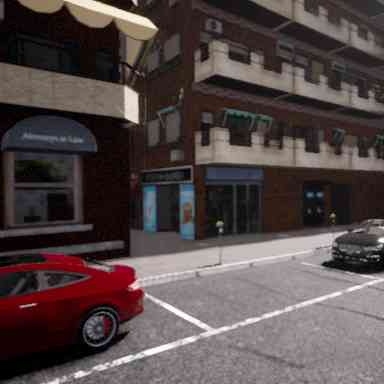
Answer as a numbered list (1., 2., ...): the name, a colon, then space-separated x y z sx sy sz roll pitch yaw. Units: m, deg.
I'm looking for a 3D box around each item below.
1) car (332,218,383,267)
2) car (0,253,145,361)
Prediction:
1. car: 6.441 1.567 11.128 4.403 1.369 2.008 0 -1 -35
2. car: -2.698 1.583 4.646 4.206 1.307 1.802 0 -1 -35
